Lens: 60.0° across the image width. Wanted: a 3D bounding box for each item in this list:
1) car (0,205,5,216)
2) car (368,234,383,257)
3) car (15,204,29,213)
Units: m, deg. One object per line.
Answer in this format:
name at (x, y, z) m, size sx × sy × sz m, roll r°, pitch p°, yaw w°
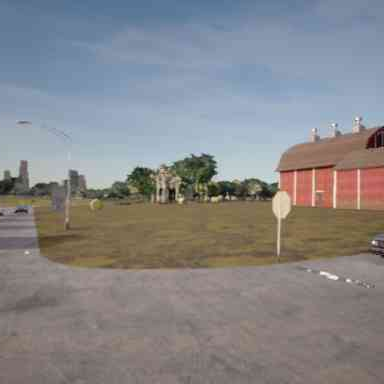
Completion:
car at (-25.276, 2.326, 42.651) m, size 1.812 × 1.442 × 4.674 m, roll 2°, pitch -2°, yaw -25°
car at (8.652, 1.596, 11.589) m, size 5.357 × 1.411 × 2.033 m, roll 0°, pitch -1°, yaw -26°
car at (-27.313, 2.687, 53.468) m, size 2.033 × 1.411 × 5.357 m, roll 2°, pitch -2°, yaw -26°
